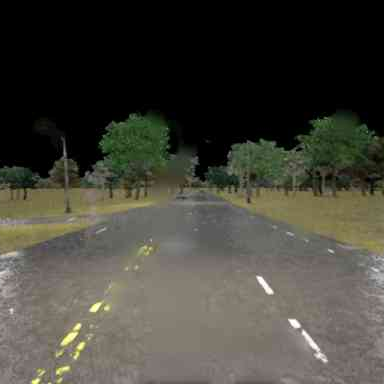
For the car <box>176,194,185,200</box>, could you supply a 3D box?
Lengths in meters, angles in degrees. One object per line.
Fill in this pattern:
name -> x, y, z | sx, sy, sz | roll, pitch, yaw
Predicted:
car -> -2.503, 1.123, 72.887 | 1.895, 1.301, 4.718 | 0, 1, 2
